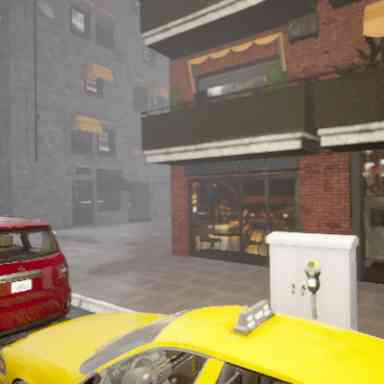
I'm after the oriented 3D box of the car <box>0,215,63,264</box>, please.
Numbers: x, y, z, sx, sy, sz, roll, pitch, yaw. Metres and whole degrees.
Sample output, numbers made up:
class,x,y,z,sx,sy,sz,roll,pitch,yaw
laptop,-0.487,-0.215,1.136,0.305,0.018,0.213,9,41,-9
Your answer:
class,x,y,z,sx,sy,sz,roll,pitch,yaw
car,-4.158,1.307,5.713,5.009,1.841,2.192,0,-1,36

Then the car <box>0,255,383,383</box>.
class,x,y,z,sx,sy,sz,roll,pitch,yaw
car,0.231,1.524,2.576,4.829,1.417,1.752,0,-1,36
